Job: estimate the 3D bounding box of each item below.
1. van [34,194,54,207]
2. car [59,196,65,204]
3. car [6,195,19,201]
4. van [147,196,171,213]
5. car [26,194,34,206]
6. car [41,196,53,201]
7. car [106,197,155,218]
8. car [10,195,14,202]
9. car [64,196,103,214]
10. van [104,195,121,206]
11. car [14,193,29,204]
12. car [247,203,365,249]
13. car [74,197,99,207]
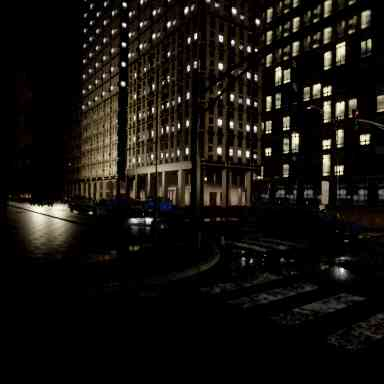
[{"bbox_3d":[-20.601,1.197,46.768,1.690,1.788,3.998,1,-1,-35],"label":"van"},{"bbox_3d":[-22.142,1.463,58.951,1.837,1.490,4.892,1,-1,-35],"label":"car"},{"bbox_3d":[-40.185,1.377,74.429,2.008,1.369,4.403,1,-1,-35],"label":"car"},{"bbox_3d":[-3.972,1.382,37.777,1.690,1.788,3.998,1,-1,-35],"label":"van"},{"bbox_3d":[-23.869,1.432,51.376,1.802,1.307,4.206,1,-1,-35],"label":"car"},{"bbox_3d":[-36.611,1.570,83.879,1.802,1.307,4.206,1,-1,-35],"label":"car"},{"bbox_3d":[-5.579,1.482,30.022,2.033,1.411,5.357,1,-1,-35],"label":"car"},{"bbox_3d":[-36.922,1.396,69.818,1.947,1.339,4.313,1,-1,-35],"label":"car"},{"bbox_3d":[-10.815,1.427,32.935,2.008,1.369,4.403,1,-1,-35],"label":"car"},{"bbox_3d":[-10.499,1.368,46.999,1.690,1.788,3.998,1,-1,-35],"label":"van"},{"bbox_3d":[-30.392,1.154,60.600,2.192,1.841,5.009,1,-1,-35],"label":"car"},{"bbox_3d":[5.085,1.451,14.936,1.882,1.535,5.008,1,0,-35],"label":"car"},{"bbox_3d":[-16.014,1.517,50.296,2.033,1.411,5.357,1,-1,-36],"label":"car"}]
